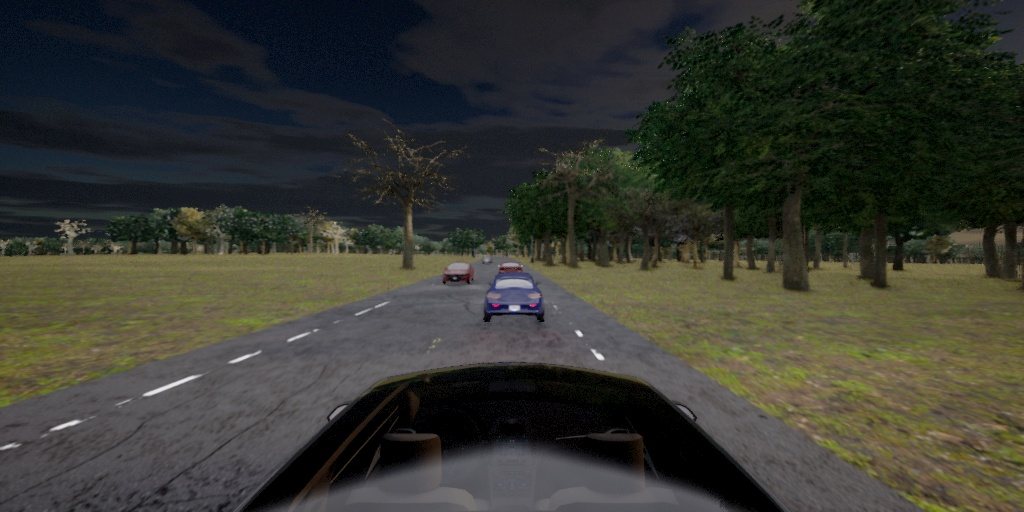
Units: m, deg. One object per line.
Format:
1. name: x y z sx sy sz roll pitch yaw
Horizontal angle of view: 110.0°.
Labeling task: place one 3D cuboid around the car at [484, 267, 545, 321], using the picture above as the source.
1. car: 0.057 1.270 12.248 1.812 1.442 4.674 0 0 0

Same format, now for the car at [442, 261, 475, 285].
1. car: -3.767 1.167 25.940 1.882 1.535 5.008 0 0 -1

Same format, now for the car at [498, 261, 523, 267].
1. car: -0.116 1.149 28.937 1.882 1.535 5.008 0 0 -1
